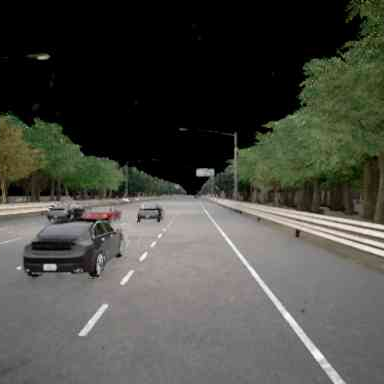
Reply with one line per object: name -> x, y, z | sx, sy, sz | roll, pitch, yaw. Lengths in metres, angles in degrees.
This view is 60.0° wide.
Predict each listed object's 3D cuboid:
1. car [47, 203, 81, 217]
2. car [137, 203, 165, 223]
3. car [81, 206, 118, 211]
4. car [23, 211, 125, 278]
car -> -10.360, 1.681, 27.745 | 2.128, 1.511, 4.902 | 0, 0, 0
car -> -3.359, 1.682, 27.730 | 2.128, 1.511, 4.902 | 0, 0, 0
car -> -6.863, 1.780, 26.237 | 1.895, 1.301, 4.718 | 0, 0, 0
car -> -3.393, 1.569, 10.376 | 1.837, 1.490, 4.892 | 0, 0, 0
